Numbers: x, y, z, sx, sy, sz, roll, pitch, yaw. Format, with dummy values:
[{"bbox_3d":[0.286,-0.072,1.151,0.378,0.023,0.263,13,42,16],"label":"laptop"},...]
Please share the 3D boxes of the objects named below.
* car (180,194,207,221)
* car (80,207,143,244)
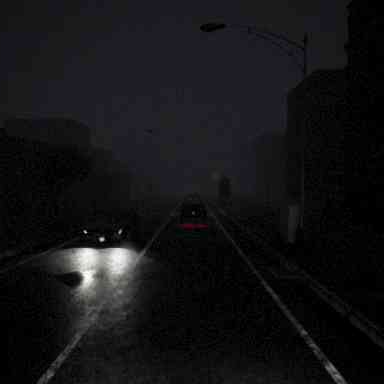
[{"bbox_3d":[0.104,1.226,25.007,1.882,1.535,5.008,0,1,0],"label":"car"},{"bbox_3d":[-3.497,1.429,15.553,2.033,1.411,5.357,0,1,0],"label":"car"}]
